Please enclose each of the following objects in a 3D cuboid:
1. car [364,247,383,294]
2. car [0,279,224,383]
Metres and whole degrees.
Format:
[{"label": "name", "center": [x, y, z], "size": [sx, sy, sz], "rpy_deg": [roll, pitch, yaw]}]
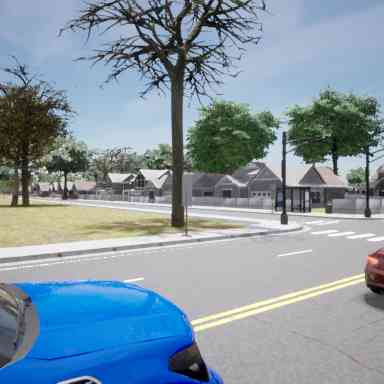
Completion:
[{"label": "car", "center": [5.670, 1.525, 7.459], "size": [4.674, 1.442, 1.812], "rpy_deg": [0, 0, -36]}, {"label": "car", "center": [-2.406, 1.222, 1.725], "size": [5.566, 2.045, 2.150], "rpy_deg": [0, 0, -36]}]
